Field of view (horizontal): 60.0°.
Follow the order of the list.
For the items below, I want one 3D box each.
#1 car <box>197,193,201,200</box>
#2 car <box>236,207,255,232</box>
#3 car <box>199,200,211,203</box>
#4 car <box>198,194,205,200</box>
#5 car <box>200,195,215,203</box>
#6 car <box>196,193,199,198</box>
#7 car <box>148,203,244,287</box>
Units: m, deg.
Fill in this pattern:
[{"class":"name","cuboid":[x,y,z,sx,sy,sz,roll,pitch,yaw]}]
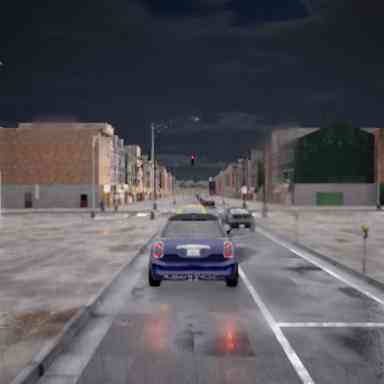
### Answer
[{"class":"car","cuboid":[2.621,1.606,74.255,1.887,1.381,4.507,-1,0,0]},{"class":"car","cuboid":[2.622,1.559,19.680,2.008,1.369,4.403,-1,0,0]},{"class":"car","cuboid":[0.017,1.486,19.383,1.882,1.535,5.008,0,0,1]},{"class":"car","cuboid":[2.622,1.631,63.190,1.802,1.307,4.206,-1,0,0]},{"class":"car","cuboid":[2.621,1.582,52.125,1.887,1.381,4.507,-1,0,0]},{"class":"car","cuboid":[2.619,1.507,79.788,1.967,1.590,4.097,-1,0,0]},{"class":"car","cuboid":[0.047,1.355,9.508,2.097,1.767,4.553,0,0,0]}]
